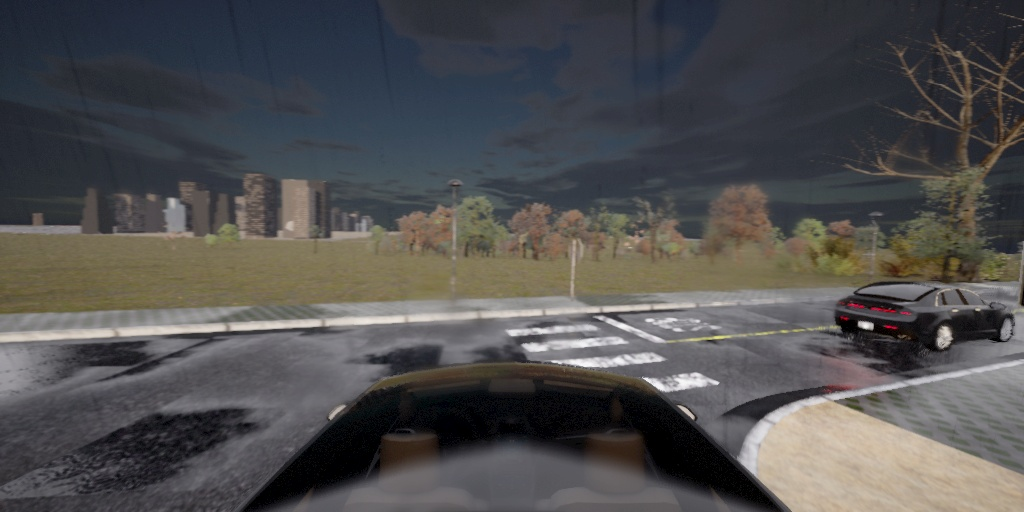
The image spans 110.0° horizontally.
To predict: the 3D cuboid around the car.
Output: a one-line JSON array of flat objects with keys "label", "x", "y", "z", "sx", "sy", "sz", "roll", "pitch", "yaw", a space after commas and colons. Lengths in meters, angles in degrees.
[{"label": "car", "x": 10.775, "y": 1.435, "z": 9.386, "sx": 4.892, "sy": 1.490, "sz": 1.837, "roll": 0, "pitch": 4, "yaw": -19}]
